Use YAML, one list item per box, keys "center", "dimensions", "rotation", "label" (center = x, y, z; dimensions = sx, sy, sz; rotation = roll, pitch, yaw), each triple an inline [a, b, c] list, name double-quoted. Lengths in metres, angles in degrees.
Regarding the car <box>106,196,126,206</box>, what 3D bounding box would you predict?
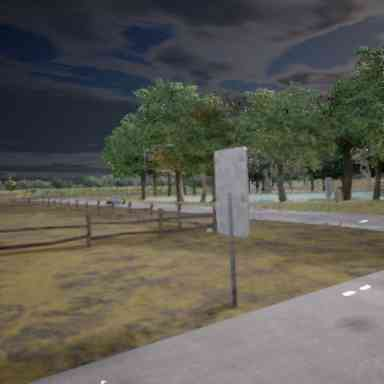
- center: [-12.496, 1.370, 54.471]
  dimensions: [2.128, 1.511, 4.902]
  rotation: [-4, 2, -35]
  label: "car"
